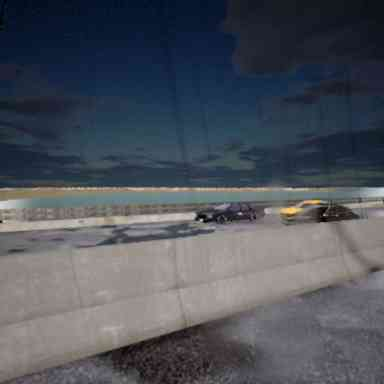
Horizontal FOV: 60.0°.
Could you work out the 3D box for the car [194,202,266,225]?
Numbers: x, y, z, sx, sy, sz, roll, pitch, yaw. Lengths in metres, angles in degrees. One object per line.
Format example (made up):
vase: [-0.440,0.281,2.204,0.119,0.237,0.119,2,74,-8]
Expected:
car: [2.770,1.428,23.062,5.357,1.411,2.033,-1,0,-35]

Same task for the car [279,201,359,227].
car: [6.771,1.386,17.313,4.892,1.490,1.837,-1,0,-35]
